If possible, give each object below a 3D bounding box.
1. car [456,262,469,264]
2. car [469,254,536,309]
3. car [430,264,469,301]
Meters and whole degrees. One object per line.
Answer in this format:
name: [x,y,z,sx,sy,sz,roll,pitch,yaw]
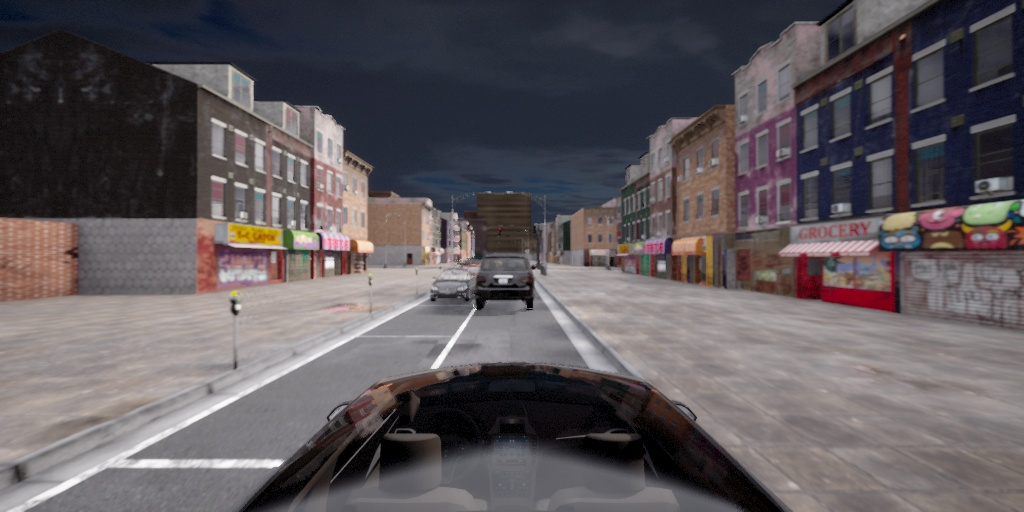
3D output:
car: [-2.635,1.252,22.240,1.888,1.381,4.507,0,0,0]
car: [-0.192,0.941,14.870,2.150,2.045,5.566,0,0,2]
car: [-2.636,1.266,16.747,2.007,1.370,4.403,0,0,0]
